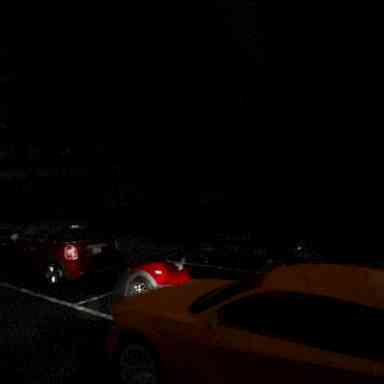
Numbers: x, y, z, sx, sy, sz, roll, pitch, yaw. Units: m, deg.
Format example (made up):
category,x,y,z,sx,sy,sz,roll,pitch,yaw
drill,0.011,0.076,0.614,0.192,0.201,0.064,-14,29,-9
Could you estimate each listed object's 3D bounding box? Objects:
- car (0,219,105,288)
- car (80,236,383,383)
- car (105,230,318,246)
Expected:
category,x,y,z,sx,sy,sz,roll,pitch,yaw
car,-3.971,1.481,9.416,4.097,1.590,1.967,0,0,35
car,1.260,1.509,3.418,5.008,1.535,1.882,0,0,35
car,0.572,1.485,6.274,4.097,1.590,1.967,0,0,35
